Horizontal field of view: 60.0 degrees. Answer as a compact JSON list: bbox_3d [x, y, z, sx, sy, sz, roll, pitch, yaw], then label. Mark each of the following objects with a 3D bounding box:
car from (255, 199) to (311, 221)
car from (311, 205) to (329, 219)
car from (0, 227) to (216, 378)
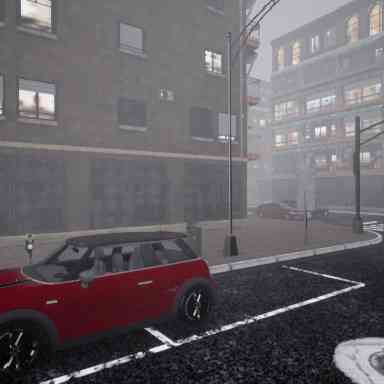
[{"bbox_3d":[6.835,1.473,26.225,1.802,1.307,4.206,0,0,-35],"label":"car"},{"bbox_3d":[8.920,1.348,27.746,1.882,1.535,5.008,-1,1,-35],"label":"car"},{"bbox_3d":[-1.645,1.440,5.446,4.097,1.590,1.967,0,0,-35],"label":"car"}]
